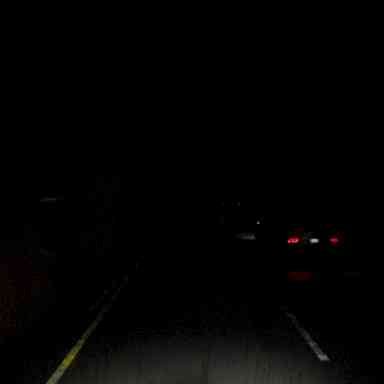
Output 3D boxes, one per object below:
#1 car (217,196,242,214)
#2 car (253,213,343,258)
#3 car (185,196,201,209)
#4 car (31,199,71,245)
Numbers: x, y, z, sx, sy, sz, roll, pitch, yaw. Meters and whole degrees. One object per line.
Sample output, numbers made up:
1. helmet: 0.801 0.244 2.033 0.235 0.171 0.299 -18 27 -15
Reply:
1. car: 3.596 1.136 32.737 2.097 1.767 4.553 0 0 0
2. car: 3.598 1.466 12.288 2.033 1.411 5.357 0 0 0
3. car: 0.096 1.254 41.275 1.812 1.442 4.674 0 0 0
4. car: -7.102 1.254 14.801 2.097 1.767 4.553 0 0 0
